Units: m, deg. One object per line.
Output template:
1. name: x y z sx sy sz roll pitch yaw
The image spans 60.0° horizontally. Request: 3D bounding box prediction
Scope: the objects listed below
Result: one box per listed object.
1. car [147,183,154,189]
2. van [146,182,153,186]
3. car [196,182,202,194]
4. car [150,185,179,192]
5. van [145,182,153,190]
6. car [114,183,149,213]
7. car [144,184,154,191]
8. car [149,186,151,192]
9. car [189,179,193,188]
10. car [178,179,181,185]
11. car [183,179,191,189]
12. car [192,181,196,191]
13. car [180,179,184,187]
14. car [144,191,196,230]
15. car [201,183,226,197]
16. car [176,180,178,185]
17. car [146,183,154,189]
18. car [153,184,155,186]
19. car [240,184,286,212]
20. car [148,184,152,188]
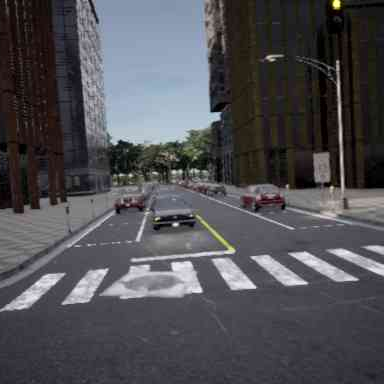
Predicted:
1. car: -11.261 -1.732 90.399 1.947 1.339 4.313 -4 3 -6
2. van: -7.448 -0.522 52.546 1.690 1.788 3.998 -4 3 -6
3. car: 2.124 -0.475 42.578 1.887 1.381 4.507 -4 3 -6
4. car: -2.137 0.455 26.857 1.837 1.490 4.892 -4 3 -5
5. van: -10.182 -1.548 79.577 1.690 1.788 3.998 -4 3 -6
6. car: -4.715 0.486 25.515 2.192 1.841 5.009 -4 3 -6
7. car: -9.621 -1.120 74.180 1.947 1.339 4.313 -4 3 -6
8. car: -5.792 0.338 36.338 1.802 1.307 4.206 -4 3 -6
9. car: 1.012 -0.914 53.558 1.752 1.417 4.829 -4 3 -6
10. car: -1.723 -1.941 80.588 1.752 1.417 4.829 -4 3 -6
11. car: -0.082 -1.325 64.370 1.752 1.417 4.829 -4 3 -6
12. car: 1.577 -0.682 47.984 1.887 1.381 4.507 -4 3 -6
13. car: -0.625 -1.734 69.598 2.192 1.841 5.009 -4 3 -6
14. car: -1.135 0.895 16.574 2.033 1.411 5.357 -4 3 -9
15. car: 2.671 -0.262 37.171 2.008 1.369 4.403 -4 3 -6
16. car: -2.251 -2.119 85.826 1.887 1.381 4.507 -4 3 -6
17. car: -10.700 -1.563 84.822 1.752 1.417 4.829 -4 3 -6
18. car: -3.416 -0.037 39.677 1.837 1.490 4.892 -4 2 -5
19. car: 4.305 0.249 20.949 1.967 1.590 4.097 -4 3 -6
20. car: -6.325 0.081 41.573 1.752 1.417 4.829 -4 3 -6
